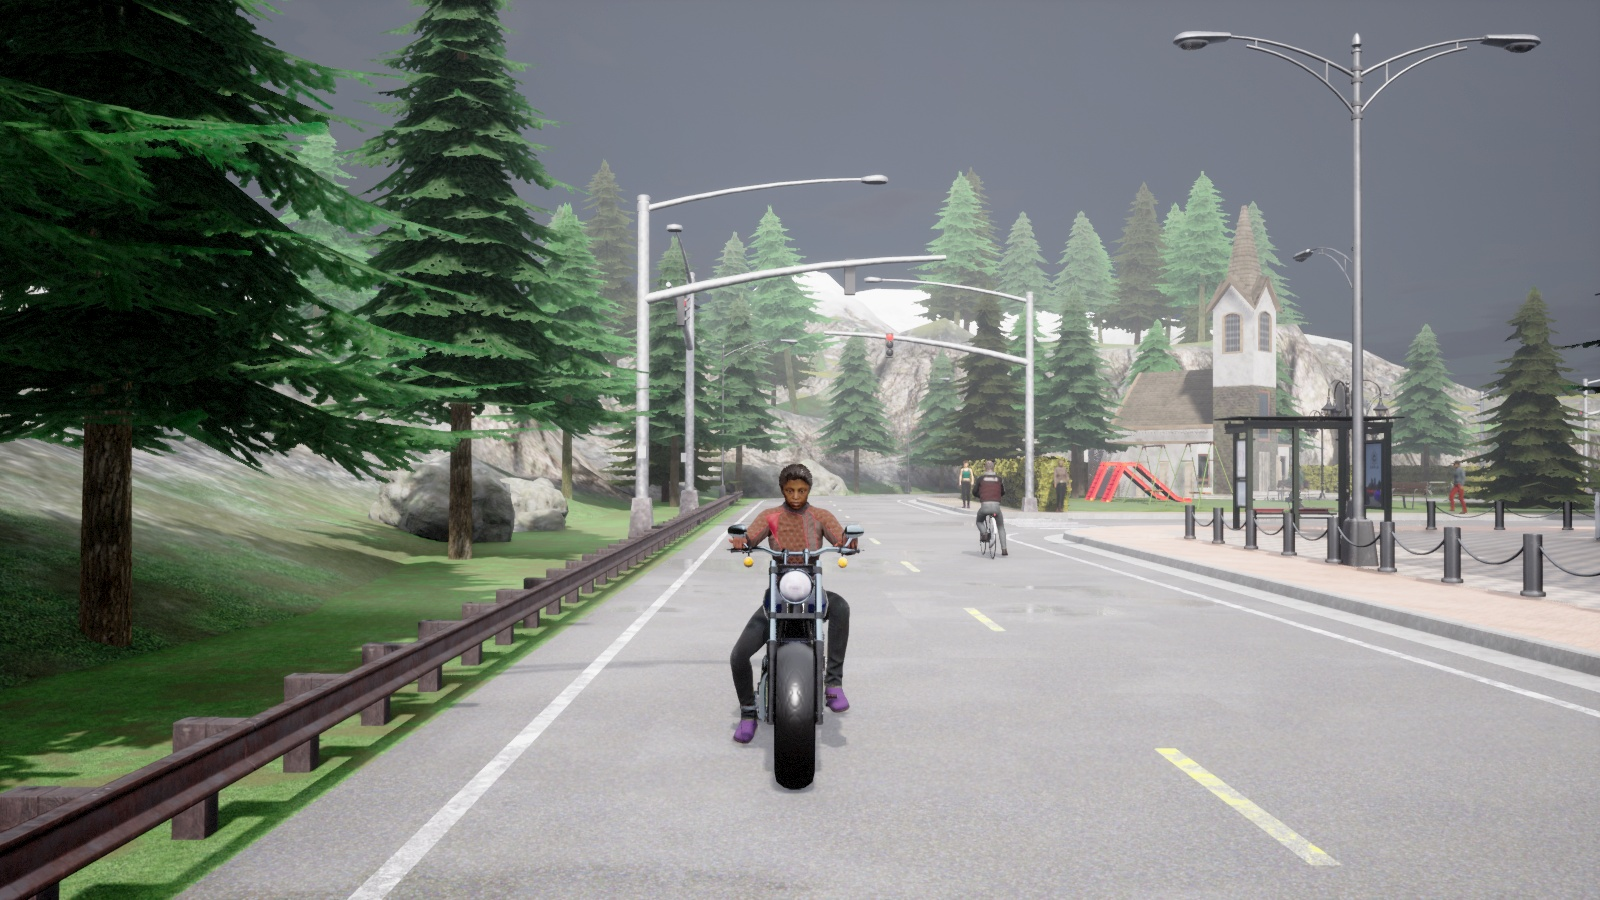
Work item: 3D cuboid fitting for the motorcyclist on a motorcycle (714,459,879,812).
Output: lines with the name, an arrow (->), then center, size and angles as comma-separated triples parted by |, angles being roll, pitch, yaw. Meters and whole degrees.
motorcyclist on a motorcycle -> -0.019, 0.883, 7.064 | 0.766, 1.649, 2.350 | 0, -1, 0

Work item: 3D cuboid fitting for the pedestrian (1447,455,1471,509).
pedestrian -> 22.425, 1.087, 42.762 | 0.614, 1.847, 0.353 | 0, -1, 0

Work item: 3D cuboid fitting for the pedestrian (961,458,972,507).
pedestrian -> 6.330, 1.244, 47.765 | 0.345, 1.836, 0.594 | 0, -1, 12

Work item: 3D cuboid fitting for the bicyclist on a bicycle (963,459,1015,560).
bicyclist on a bicycle -> 3.438, 1.056, 22.945 | 0.659, 1.776, 1.843 | 0, -1, 0

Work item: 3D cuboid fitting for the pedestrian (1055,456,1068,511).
pedestrian -> 8.930, 1.143, 42.905 | 0.331, 1.846, 0.634 | 0, -1, 2
